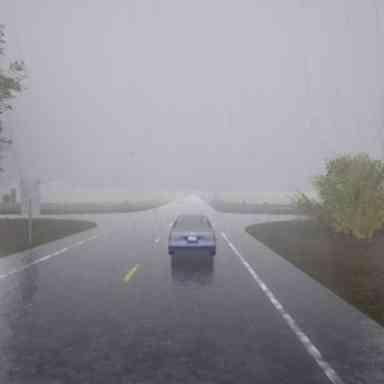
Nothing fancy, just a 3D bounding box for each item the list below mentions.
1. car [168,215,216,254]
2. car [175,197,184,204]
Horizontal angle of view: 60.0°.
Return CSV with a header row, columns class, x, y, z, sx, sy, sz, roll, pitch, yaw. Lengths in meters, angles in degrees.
class,x,y,z,sx,sy,sz,roll,pitch,yaw
car,0.014,1.672,13.970,2.033,1.411,5.357,0,0,0
car,-2.931,1.994,81.181,2.097,1.767,4.553,0,0,1
